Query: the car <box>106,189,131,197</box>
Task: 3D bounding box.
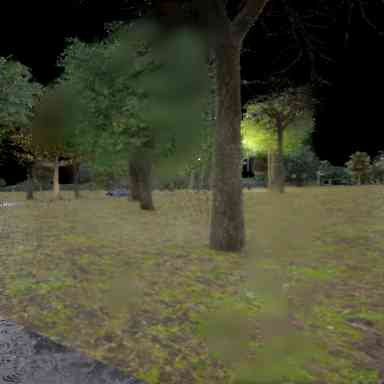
[{"bbox_3d":[-13.448,0.126,61.809,2.033,1.411,5.357,-1,1,38],"label":"car"}]
